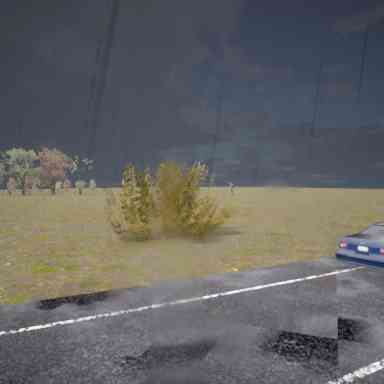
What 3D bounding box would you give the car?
[{"bbox_3d":[6.699,1.548,10.079,5.357,1.411,2.033,0,0,-30],"label":"car"}]
